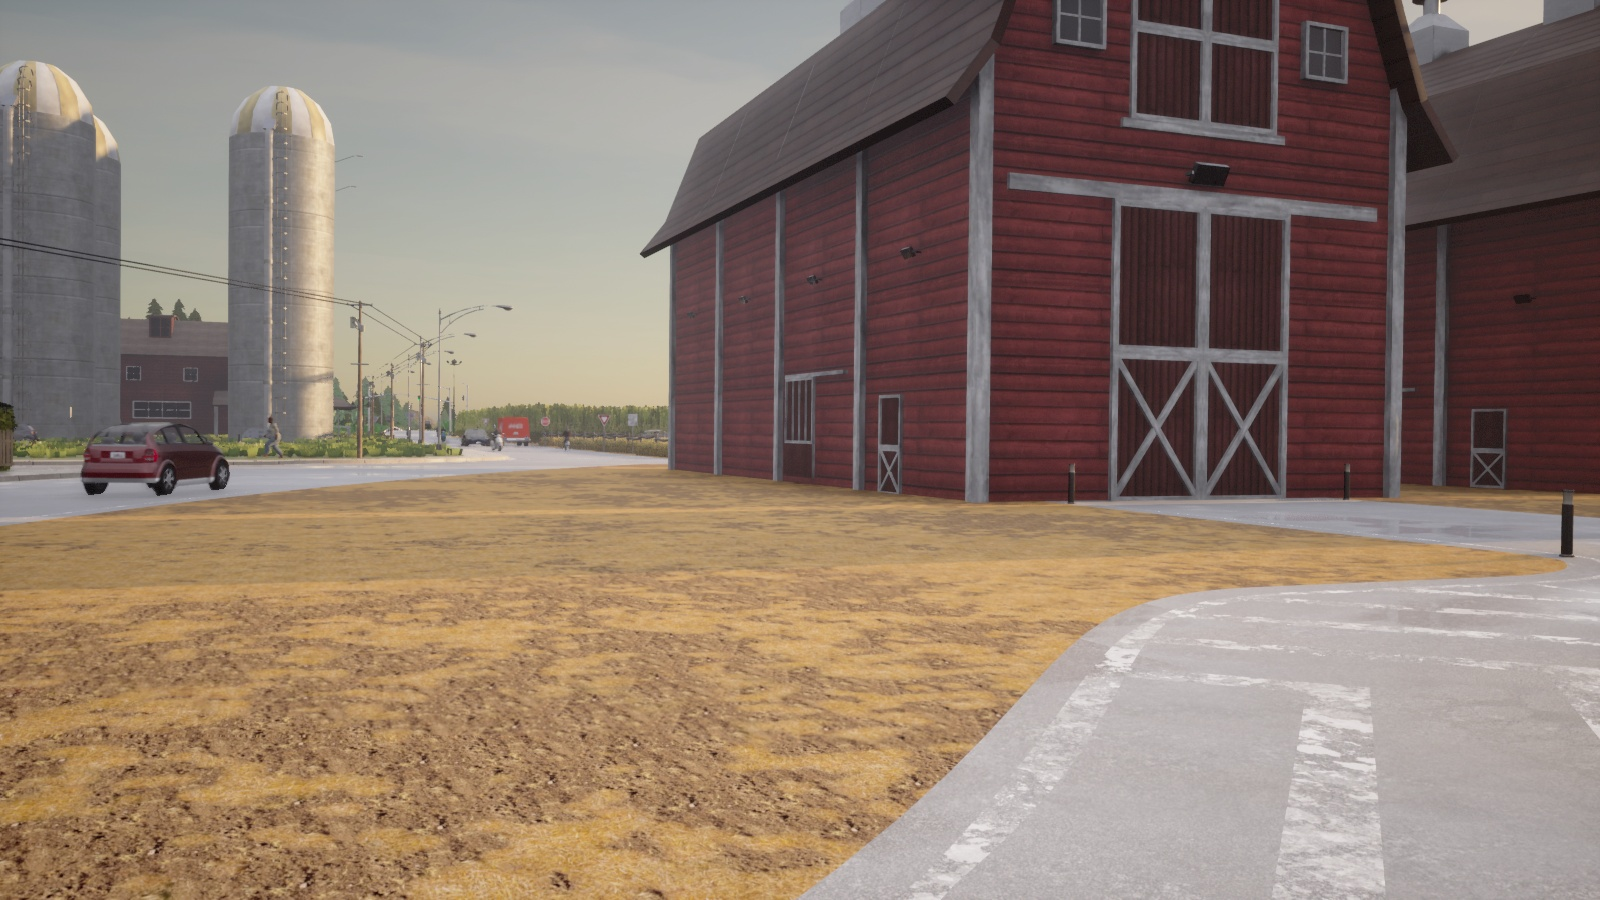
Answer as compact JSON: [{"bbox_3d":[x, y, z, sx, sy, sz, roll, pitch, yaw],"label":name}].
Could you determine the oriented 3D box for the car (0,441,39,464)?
[{"bbox_3d":[-52.293,0.175,82.511,3.633,1.501,1.845,-1,1,-22],"label":"car"}]

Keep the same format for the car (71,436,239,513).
[{"bbox_3d":[-14.086,0.479,27.681,1.789,1.549,3.705,-1,1,0],"label":"car"}]

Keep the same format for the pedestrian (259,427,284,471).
[{"bbox_3d":[-22.681,-0.065,53.896,0.900,1.855,0.874,-1,1,-28],"label":"pedestrian"}]
